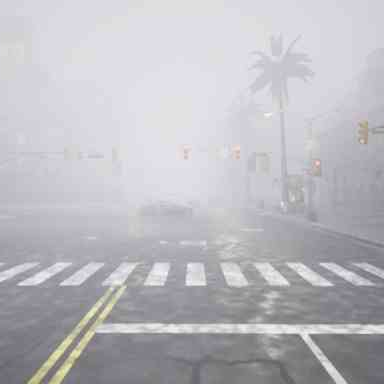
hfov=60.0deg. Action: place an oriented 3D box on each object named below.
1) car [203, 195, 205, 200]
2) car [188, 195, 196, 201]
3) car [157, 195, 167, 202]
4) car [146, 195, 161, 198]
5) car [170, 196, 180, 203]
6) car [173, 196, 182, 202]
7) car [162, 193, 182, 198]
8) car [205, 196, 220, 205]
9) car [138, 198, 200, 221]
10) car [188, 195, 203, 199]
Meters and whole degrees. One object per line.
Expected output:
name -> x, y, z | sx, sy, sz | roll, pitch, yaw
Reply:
car -> 2.688, 1.507, 93.791 | 1.994, 1.385, 4.181 | 0, 0, -12
car -> 0.049, 1.479, 86.051 | 1.812, 1.442, 4.674 | 0, 0, -4
car -> -6.822, 1.487, 75.664 | 1.812, 1.442, 4.674 | 0, 0, 0
car -> -6.908, 1.324, 56.485 | 2.097, 1.767, 4.553 | 0, 0, 1
car -> -3.359, 1.493, 67.185 | 1.812, 1.442, 4.674 | 0, 0, 1
car -> -3.319, 1.557, 77.279 | 1.895, 1.301, 4.718 | 0, 0, 0
car -> -3.392, 1.193, 57.676 | 2.150, 2.045, 5.566 | 0, 0, 1
car -> 3.732, 1.450, 56.876 | 1.882, 1.535, 5.008 | 0, 0, 0
car -> -2.061, 1.478, 27.145 | 4.902, 1.511, 2.128 | 0, 0, -41
car -> 0.217, 1.523, 50.142 | 2.033, 1.411, 5.357 | 0, 0, 0
